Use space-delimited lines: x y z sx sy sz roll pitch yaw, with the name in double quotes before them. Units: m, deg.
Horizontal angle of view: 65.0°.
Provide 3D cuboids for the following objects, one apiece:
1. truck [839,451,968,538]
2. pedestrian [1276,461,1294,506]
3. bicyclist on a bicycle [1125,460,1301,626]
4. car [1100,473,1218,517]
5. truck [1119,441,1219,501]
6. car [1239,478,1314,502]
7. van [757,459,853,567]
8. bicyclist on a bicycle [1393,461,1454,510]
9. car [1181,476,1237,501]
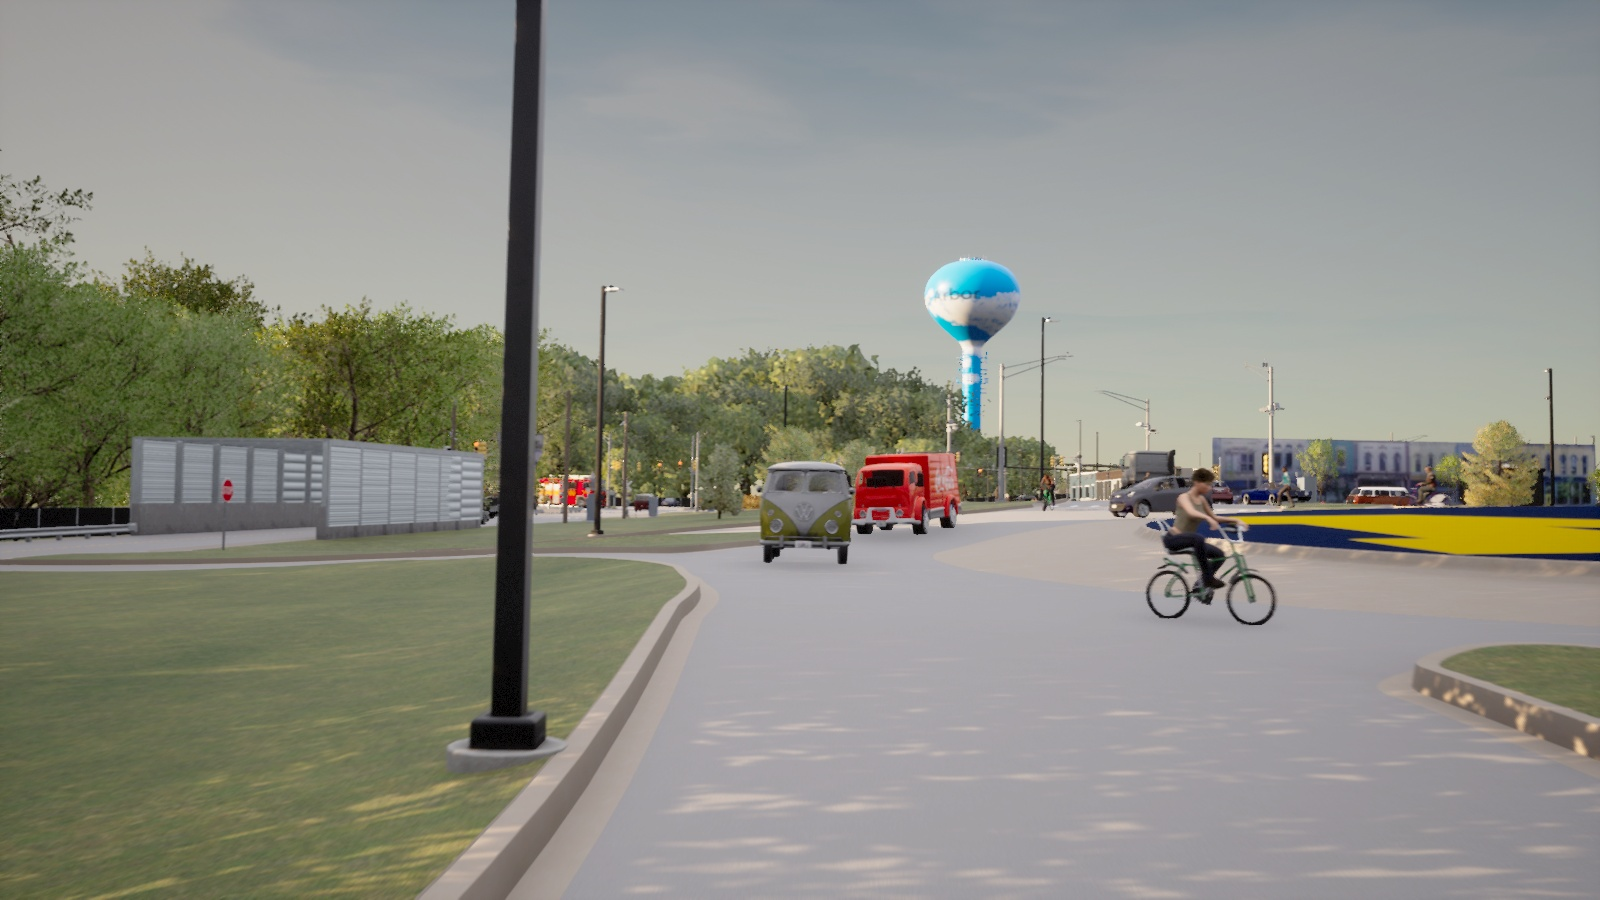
"truck" 3.393 1.344 39.930 2.627 2.467 5.204 -3 0 21
"pedestrian" 21.042 1.445 54.496 0.692 1.930 0.396 -1 -4 22
"bicyclist on a bicycle" 4.301 0.958 13.129 0.866 1.612 1.509 5 -5 -41
"car" 12.972 1.626 45.405 3.633 1.501 1.845 0 -3 -17
"truck" 22.642 1.410 77.567 2.891 3.462 7.936 1 -3 -8
"car" 26.661 2.253 70.454 1.895 1.301 4.718 1 -2 -8
"van" 0.178 1.270 25.618 1.775 1.987 4.442 1 -2 2
"bicyclist on a bicycle" 22.913 1.316 46.173 1.843 1.776 0.659 -2 -3 12
"car" 25.647 2.456 78.919 1.970 1.475 3.806 1 -3 -5
